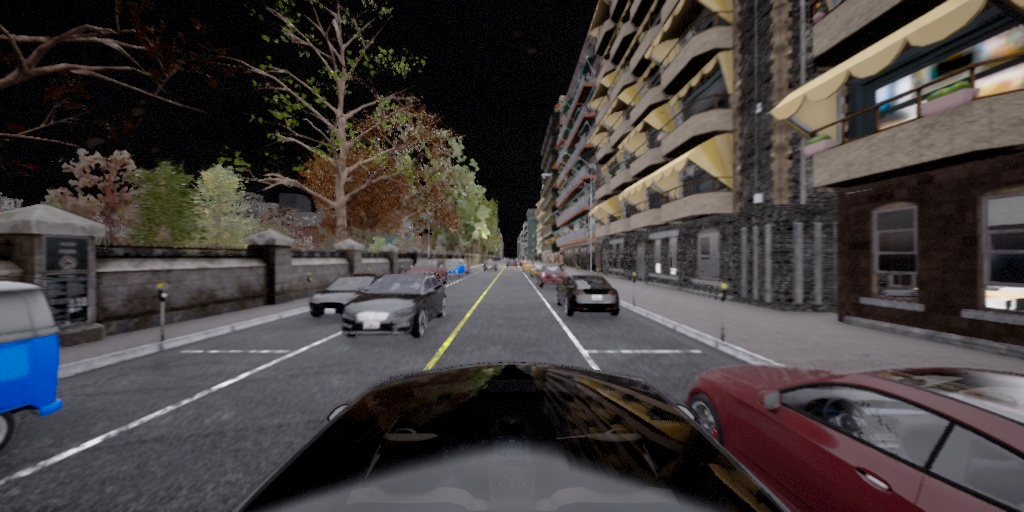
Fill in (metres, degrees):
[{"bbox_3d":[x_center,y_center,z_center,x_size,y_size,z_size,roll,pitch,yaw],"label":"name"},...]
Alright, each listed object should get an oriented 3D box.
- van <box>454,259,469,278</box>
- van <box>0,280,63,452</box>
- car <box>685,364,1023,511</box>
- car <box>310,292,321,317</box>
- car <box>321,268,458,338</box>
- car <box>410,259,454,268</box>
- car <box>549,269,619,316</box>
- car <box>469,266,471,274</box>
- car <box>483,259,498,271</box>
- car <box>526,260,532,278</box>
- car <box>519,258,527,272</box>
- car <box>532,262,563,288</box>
[{"bbox_3d":[-5.699,1.206,35.915,1.690,1.789,3.998,0,0,0],"label":"van"},{"bbox_3d":[-5.690,1.092,2.136,1.690,1.789,3.998,0,0,0],"label":"van"},{"bbox_3d":[2.691,1.334,2.138,1.802,1.307,4.207,0,0,0],"label":"car"},{"bbox_3d":[-5.693,1.351,13.396,1.948,1.339,4.313,0,0,0],"label":"car"},{"bbox_3d":[-3.102,1.267,10.367,2.128,1.511,4.902,0,0,0],"label":"car"},{"bbox_3d":[-5.696,1.138,24.656,2.192,1.841,5.009,0,0,0],"label":"car"},{"bbox_3d":[2.687,1.352,13.399,1.948,1.339,4.313,0,0,0],"label":"car"},{"bbox_3d":[-5.702,1.470,41.546,1.802,1.307,4.207,0,0,0],"label":"car"},{"bbox_3d":[-3.088,1.421,51.633,2.128,1.511,4.902,0,0,0],"label":"car"},{"bbox_3d":[2.681,1.391,36.089,1.751,1.417,4.829,0,0,0],"label":"car"},{"bbox_3d":[2.336,1.379,49.764,1.801,1.575,5.366,0,0,0],"label":"car"},{"bbox_3d":[2.684,1.264,24.658,1.967,1.591,4.097,0,0,0],"label":"car"}]
